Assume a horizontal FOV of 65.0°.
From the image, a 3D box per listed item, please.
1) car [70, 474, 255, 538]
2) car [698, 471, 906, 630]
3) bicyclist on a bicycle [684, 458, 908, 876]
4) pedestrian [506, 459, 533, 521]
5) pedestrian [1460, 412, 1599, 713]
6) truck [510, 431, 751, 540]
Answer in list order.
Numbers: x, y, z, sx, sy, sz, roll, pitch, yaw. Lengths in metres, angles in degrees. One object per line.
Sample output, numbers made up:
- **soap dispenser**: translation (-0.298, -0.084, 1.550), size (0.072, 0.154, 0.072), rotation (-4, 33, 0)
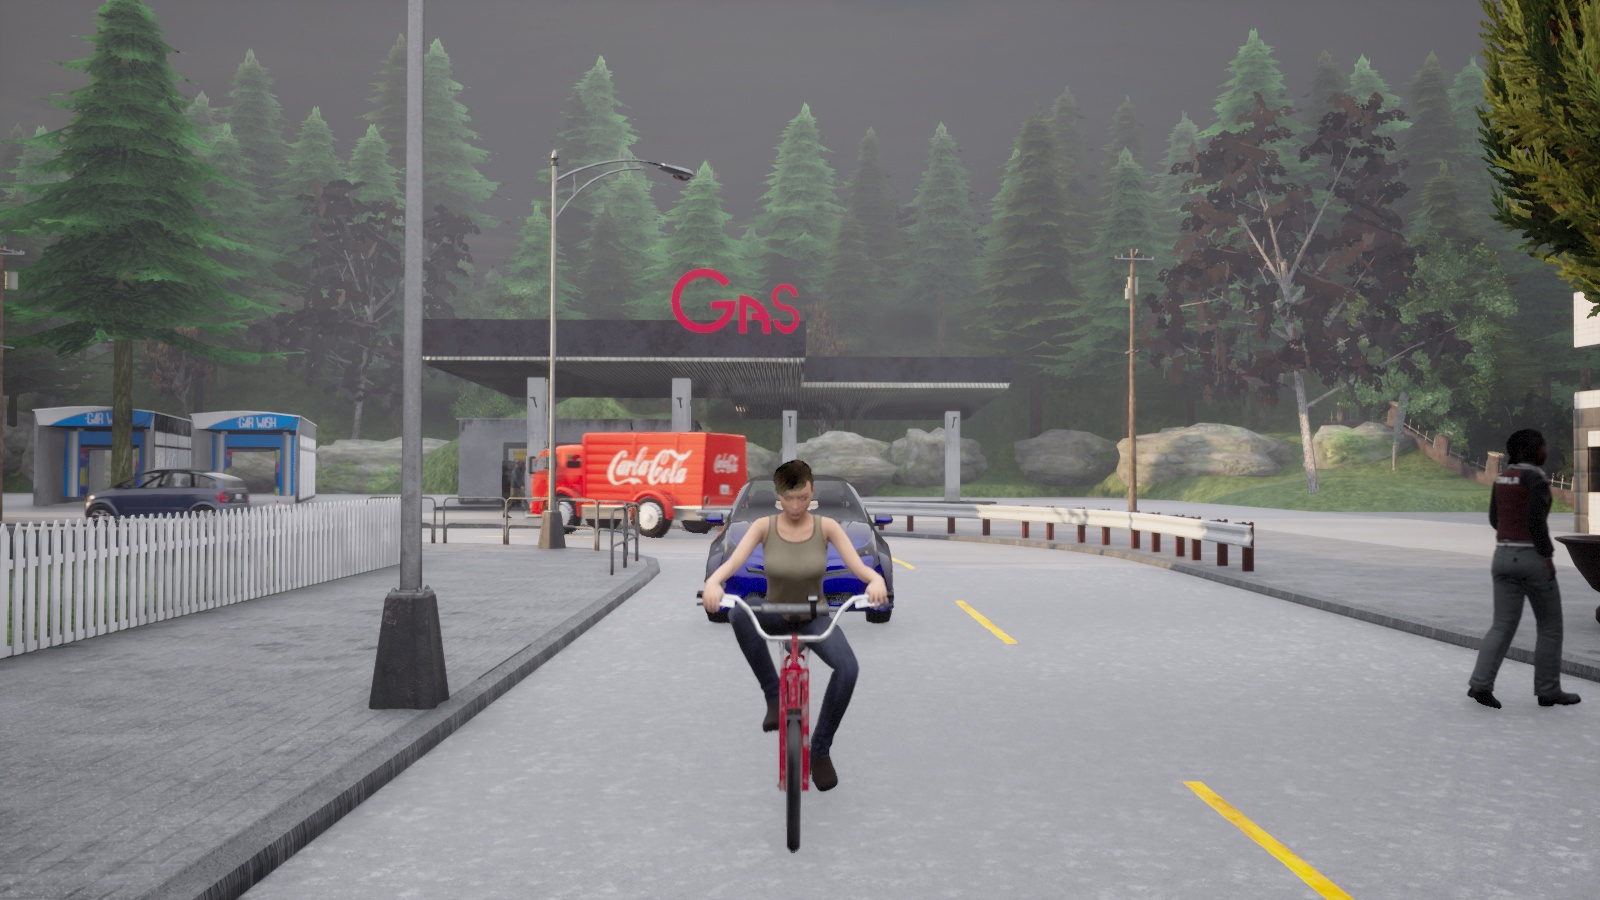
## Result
- **car**: translation (-15.876, 1.384, 31.409), size (3.705, 1.549, 1.789), rotation (0, -1, 0)
- **car**: translation (-0.022, 1.003, 14.357), size (2.007, 1.525, 4.514), rotation (0, -1, -1)
- **bicyclist on a bicycle**: translation (-0.018, 0.847, 5.636), size (0.866, 1.612, 1.509), rotation (0, 0, 0)
- **pedestrian**: translation (-8.375, 1.190, 37.533), size (0.726, 1.842, 0.402), rotation (0, -1, 2)
- **pedestrian**: translation (4.813, 0.725, 8.305), size (0.666, 1.930, 0.402), rotation (0, -1, -8)
- **truck**: translation (-4.117, 0.859, 30.591), size (5.204, 2.467, 2.627), rotation (-1, -2, 25)
